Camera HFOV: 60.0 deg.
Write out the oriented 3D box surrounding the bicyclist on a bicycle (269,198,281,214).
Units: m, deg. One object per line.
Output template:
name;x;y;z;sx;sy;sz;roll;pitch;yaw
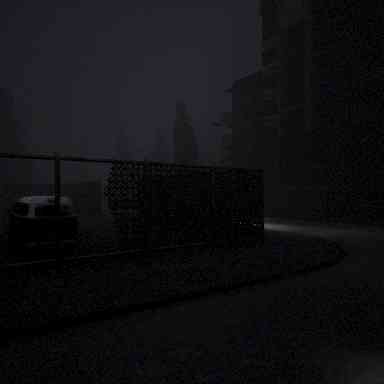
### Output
bicyclist on a bicycle;7.951;1.349;31.774;1.656;1.620;0.582;0;0;-36
